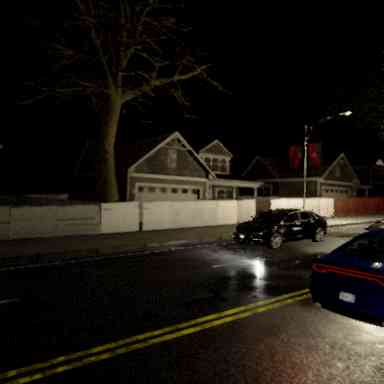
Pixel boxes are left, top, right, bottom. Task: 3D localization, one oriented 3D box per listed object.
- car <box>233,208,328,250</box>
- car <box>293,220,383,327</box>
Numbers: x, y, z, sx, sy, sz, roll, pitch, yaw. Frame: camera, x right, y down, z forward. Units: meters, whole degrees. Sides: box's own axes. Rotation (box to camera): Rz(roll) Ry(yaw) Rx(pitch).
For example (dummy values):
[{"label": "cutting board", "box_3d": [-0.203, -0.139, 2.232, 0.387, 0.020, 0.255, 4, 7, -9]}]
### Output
[{"label": "car", "box_3d": [3.936, 1.500, 14.474, 4.892, 1.490, 1.837, 0, 0, -35]}, {"label": "car", "box_3d": [4.415, 1.473, 6.587, 5.008, 1.535, 1.882, 0, 0, -36]}]
